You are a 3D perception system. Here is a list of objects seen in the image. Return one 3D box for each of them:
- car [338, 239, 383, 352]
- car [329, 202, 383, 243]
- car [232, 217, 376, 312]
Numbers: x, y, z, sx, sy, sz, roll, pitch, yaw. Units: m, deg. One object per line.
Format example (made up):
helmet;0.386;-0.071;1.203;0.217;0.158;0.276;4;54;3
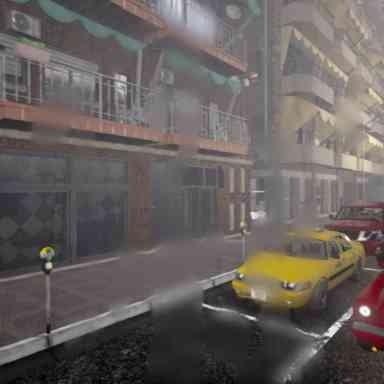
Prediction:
car;4.128;1.600;5.418;1.895;1.301;4.718;0;0;40
car;6.383;1.314;12.196;2.192;1.841;5.009;0;0;40
car;2.740;1.524;7.817;1.752;1.417;4.829;0;0;40
